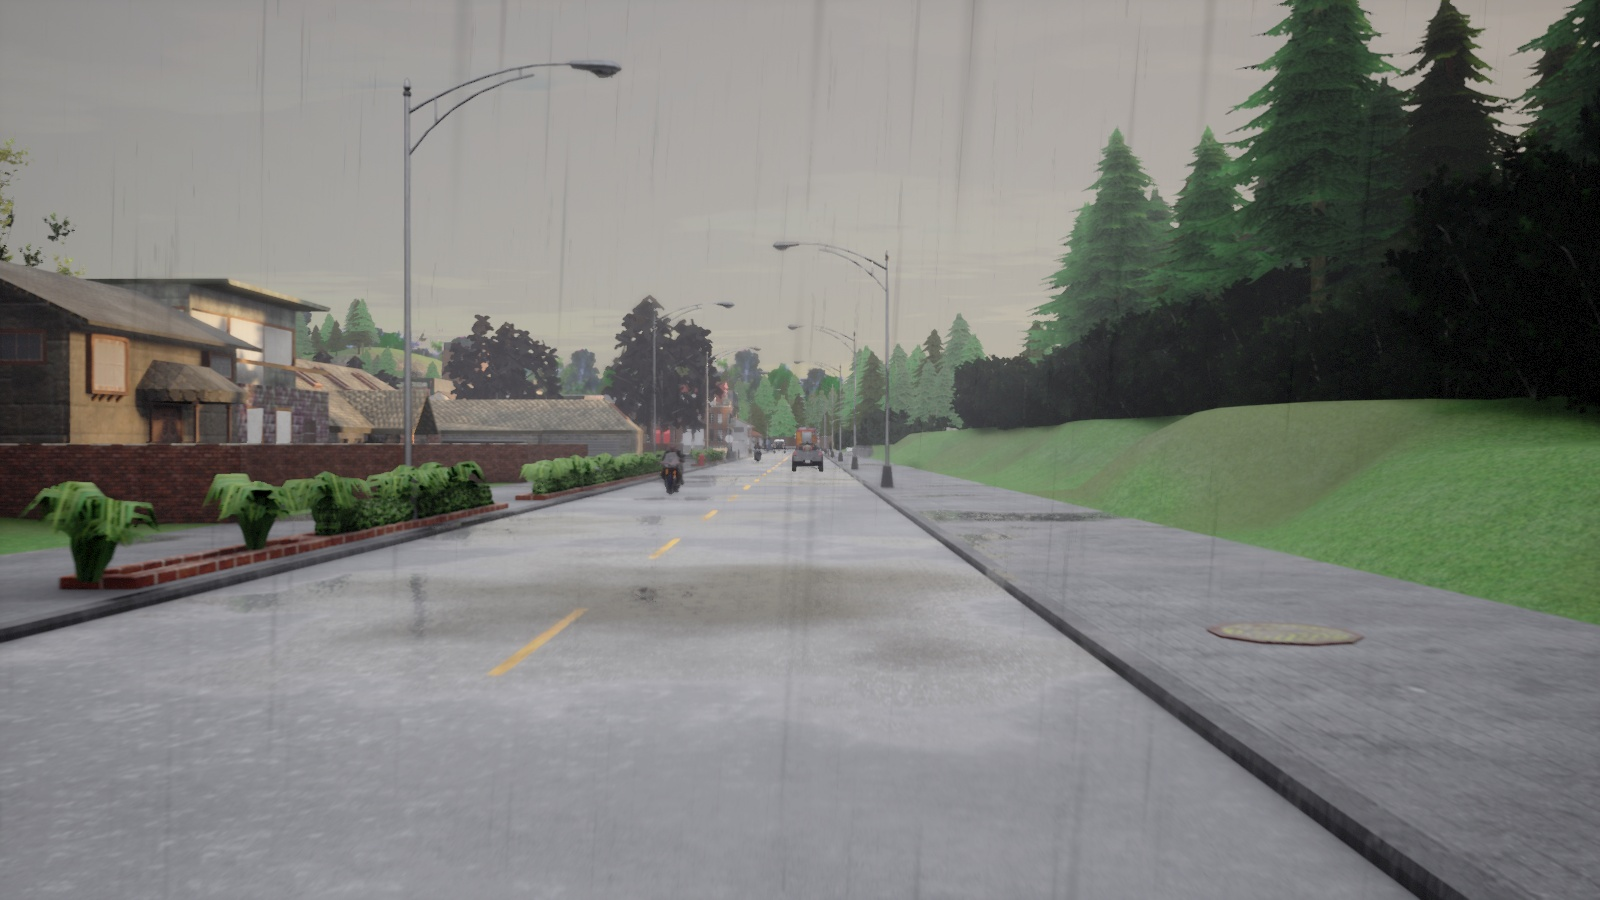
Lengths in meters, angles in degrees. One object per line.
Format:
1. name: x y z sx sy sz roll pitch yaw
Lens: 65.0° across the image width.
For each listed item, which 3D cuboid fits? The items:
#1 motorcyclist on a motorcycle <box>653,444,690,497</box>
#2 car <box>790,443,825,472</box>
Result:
1. motorcyclist on a motorcycle: -3.769 0.589 37.082 0.866 1.530 2.191 0 0 0
2. car: 0.404 0.414 67.261 1.845 1.501 3.633 0 0 0
